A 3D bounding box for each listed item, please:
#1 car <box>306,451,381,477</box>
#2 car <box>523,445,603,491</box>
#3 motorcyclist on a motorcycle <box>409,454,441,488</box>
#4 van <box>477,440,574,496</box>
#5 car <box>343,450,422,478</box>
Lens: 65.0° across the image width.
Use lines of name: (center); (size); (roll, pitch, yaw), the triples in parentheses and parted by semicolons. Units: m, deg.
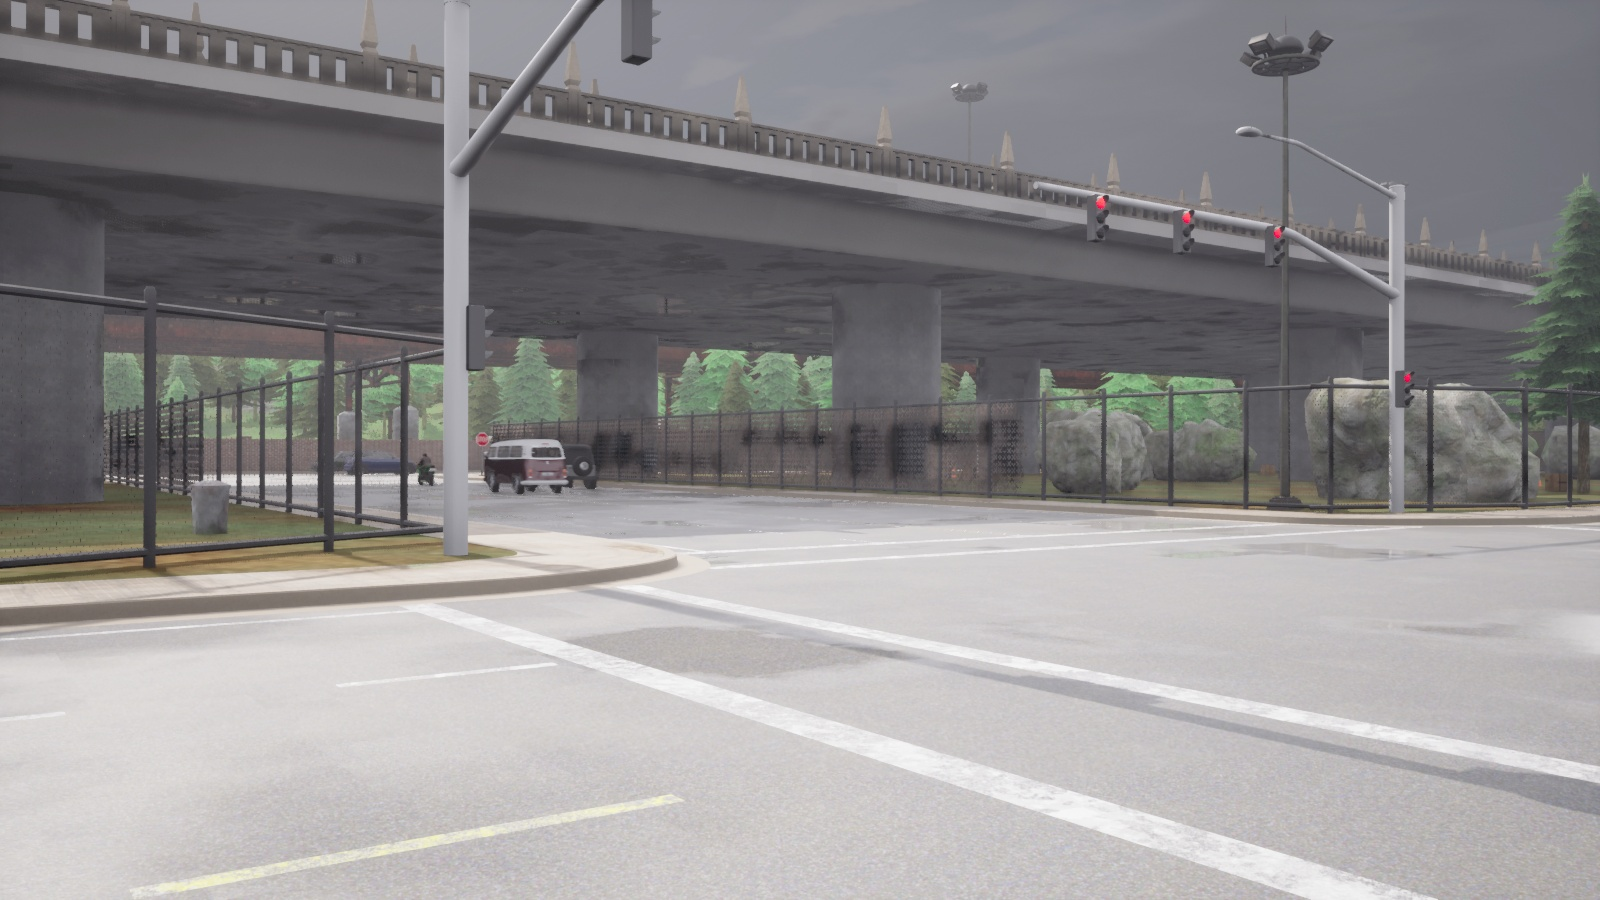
car: (-32.068, 0.942, 88.239); (4.553, 1.767, 2.097); (0, 0, -34)
car: (-10.081, 0.748, 53.297); (1.905, 1.878, 3.866); (0, 0, -35)
motorcyclist on a motorcycle: (-17.065, 0.958, 57.174); (0.797, 1.523, 2.044); (0, 0, -35)
van: (-10.496, 0.663, 47.784); (2.069, 2.038, 4.480); (0, 0, -35)
car: (-27.526, 0.920, 82.855); (4.553, 1.767, 2.097); (0, 0, -34)
